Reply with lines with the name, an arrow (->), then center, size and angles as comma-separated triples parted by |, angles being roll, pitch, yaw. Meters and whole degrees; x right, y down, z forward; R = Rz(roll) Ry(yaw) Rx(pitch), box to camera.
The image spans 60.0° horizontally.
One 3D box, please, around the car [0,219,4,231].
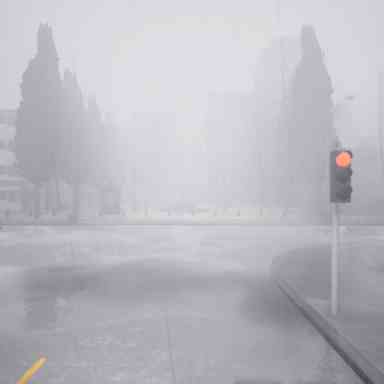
car -> -11.887, 1.591, 16.166 | 4.718, 1.301, 1.895 | 0, 0, 0
